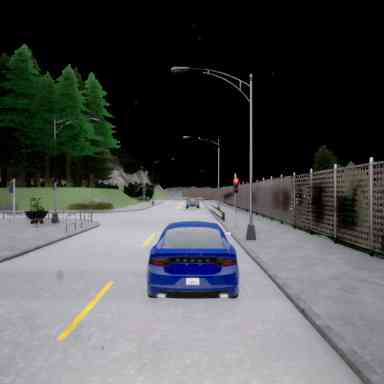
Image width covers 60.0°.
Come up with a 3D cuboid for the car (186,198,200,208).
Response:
[{"bbox_3d":[0.100,1.547,47.134,2.033,1.411,5.357,0,0,0],"label":"car"}]

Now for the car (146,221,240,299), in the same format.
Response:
[{"bbox_3d":[0.034,1.478,8.519,1.882,1.535,5.008,0,0,0],"label":"car"}]
